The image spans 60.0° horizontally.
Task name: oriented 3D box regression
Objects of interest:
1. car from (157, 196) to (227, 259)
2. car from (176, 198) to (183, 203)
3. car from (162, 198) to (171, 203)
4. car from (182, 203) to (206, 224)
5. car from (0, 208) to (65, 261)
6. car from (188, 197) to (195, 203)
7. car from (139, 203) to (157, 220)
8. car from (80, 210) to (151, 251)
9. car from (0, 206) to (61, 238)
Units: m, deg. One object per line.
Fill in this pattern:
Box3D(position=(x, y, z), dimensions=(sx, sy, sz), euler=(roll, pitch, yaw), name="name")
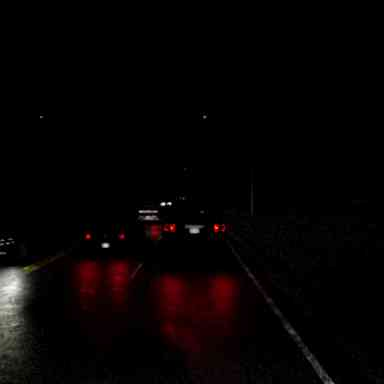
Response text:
Box3D(position=(0.084, 1.293, 12.951), dimensions=(2.150, 2.045, 5.566), euler=(0, 0, 0), name="car")
Box3D(position=(-3.343, 2.213, 91.194), dimensions=(1.895, 1.301, 4.718), euler=(0, -1, 0), name="car")
Box3D(position=(-6.583, 2.163, 85.742), dimensions=(1.895, 1.301, 4.718), euler=(0, 0, 0), name="car")
Box3D(position=(0.083, 1.672, 26.895), dimensions=(1.812, 1.442, 4.674), euler=(0, 0, -2), name="car")
Box3D(position=(-6.597, 1.546, 12.780), dimensions=(1.882, 1.535, 5.008), euler=(0, 0, 0), name="car")
Box3D(position=(-0.093, 2.117, 91.172), dimensions=(1.837, 1.490, 4.892), euler=(0, -1, 0), name="car")
Box3D(position=(-3.173, 1.633, 26.400), dimensions=(2.128, 1.511, 4.902), euler=(0, 0, 0), name="car")
Box3D(position=(-3.161, 1.678, 14.414), dimensions=(1.895, 1.301, 4.718), euler=(0, 0, 0), name="car")
Box3D(position=(-9.836, 1.654, 19.694), dimensions=(2.033, 1.411, 5.357), euler=(0, 0, 0), name="car")
